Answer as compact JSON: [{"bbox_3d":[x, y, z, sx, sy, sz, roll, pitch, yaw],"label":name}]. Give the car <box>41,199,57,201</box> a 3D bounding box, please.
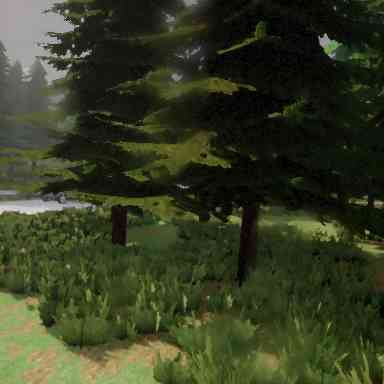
[{"bbox_3d":[-9.895,0.050,26.706,1.837,1.490,4.892,5,3,24],"label":"car"}]
